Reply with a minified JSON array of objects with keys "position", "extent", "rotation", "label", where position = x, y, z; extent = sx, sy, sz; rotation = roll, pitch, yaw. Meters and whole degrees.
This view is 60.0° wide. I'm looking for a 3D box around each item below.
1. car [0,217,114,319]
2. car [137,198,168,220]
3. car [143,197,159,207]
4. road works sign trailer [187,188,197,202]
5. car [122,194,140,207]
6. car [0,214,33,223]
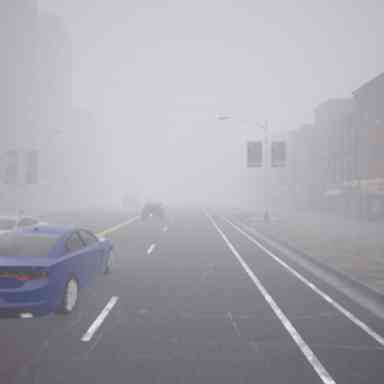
[{"position":[-3.152,1.485,7.544],"extent":[1.882,1.535,5.008],"rotation":[0,0,0],"label":"car"},{"position":[-3.158,1.560,28.285],"extent":[1.837,1.490,4.892],"rotation":[0,0,0],"label":"car"},{"position":[-6.570,1.639,54.015],"extent":[1.882,1.535,5.008],"rotation":[0,0,0],"label":"car"},{"position":[-0.022,0.804,85.624],"extent":[2.380,3.560,2.880],"rotation":[0,0,0],"label":"road works sign trailer"},{"position":[-9.817,1.380,53.926],"extent":[2.150,2.045,5.566],"rotation":[0,0,1],"label":"car"},{"position":[-6.590,1.538,11.753],"extent":[1.812,1.442,4.674],"rotation":[0,0,0],"label":"car"}]
